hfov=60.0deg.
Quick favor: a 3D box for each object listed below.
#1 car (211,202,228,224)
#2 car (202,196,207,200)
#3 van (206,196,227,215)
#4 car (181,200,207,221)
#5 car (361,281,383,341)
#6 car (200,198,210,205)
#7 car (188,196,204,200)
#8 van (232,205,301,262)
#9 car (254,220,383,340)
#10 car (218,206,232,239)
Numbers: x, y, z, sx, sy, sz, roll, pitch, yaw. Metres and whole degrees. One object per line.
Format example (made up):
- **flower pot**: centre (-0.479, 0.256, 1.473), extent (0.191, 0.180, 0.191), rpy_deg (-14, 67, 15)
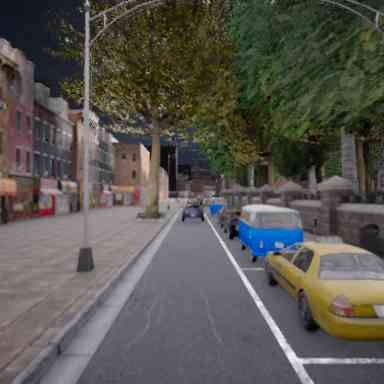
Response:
- **car**: centre (2.649, 1.649, 22.885), extent (2.008, 1.369, 4.403), rpy_deg (1, 0, 0)
- **car**: centre (2.652, 1.805, 55.751), extent (1.752, 1.417, 4.829), rpy_deg (1, 0, 0)
- **van**: centre (2.653, 1.495, 33.785), extent (1.690, 1.788, 3.998), rpy_deg (1, 0, 0)
- **car**: centre (0.081, 1.651, 28.313), extent (1.812, 1.442, 4.674), rpy_deg (0, 0, 0)
- **car**: centre (2.647, 1.571, 1.087), extent (1.947, 1.339, 4.313), rpy_deg (1, 0, 0)
- **car**: centre (2.652, 1.932, 66.480), extent (1.802, 1.307, 4.206), rpy_deg (1, 0, 0)
- **car**: centre (0.086, 1.703, 44.352), extent (2.128, 1.511, 4.902), rpy_deg (0, 0, 0)
- **van**: centre (2.651, 1.390, 11.987), extent (1.690, 1.788, 3.998), rpy_deg (1, 0, 0)
- **car**: centre (2.648, 1.553, 6.707), extent (1.752, 1.417, 4.829), rpy_deg (1, 0, 0)
- **car**: centre (2.648, 1.639, 17.436), extent (1.947, 1.339, 4.313), rpy_deg (1, 0, 0)
